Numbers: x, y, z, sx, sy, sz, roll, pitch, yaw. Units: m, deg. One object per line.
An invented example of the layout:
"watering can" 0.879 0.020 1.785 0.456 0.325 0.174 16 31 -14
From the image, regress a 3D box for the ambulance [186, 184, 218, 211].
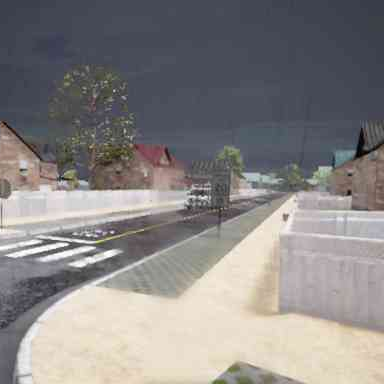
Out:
"ambulance" 1.240 0.476 33.043 2.351 2.431 6.366 3 2 18
